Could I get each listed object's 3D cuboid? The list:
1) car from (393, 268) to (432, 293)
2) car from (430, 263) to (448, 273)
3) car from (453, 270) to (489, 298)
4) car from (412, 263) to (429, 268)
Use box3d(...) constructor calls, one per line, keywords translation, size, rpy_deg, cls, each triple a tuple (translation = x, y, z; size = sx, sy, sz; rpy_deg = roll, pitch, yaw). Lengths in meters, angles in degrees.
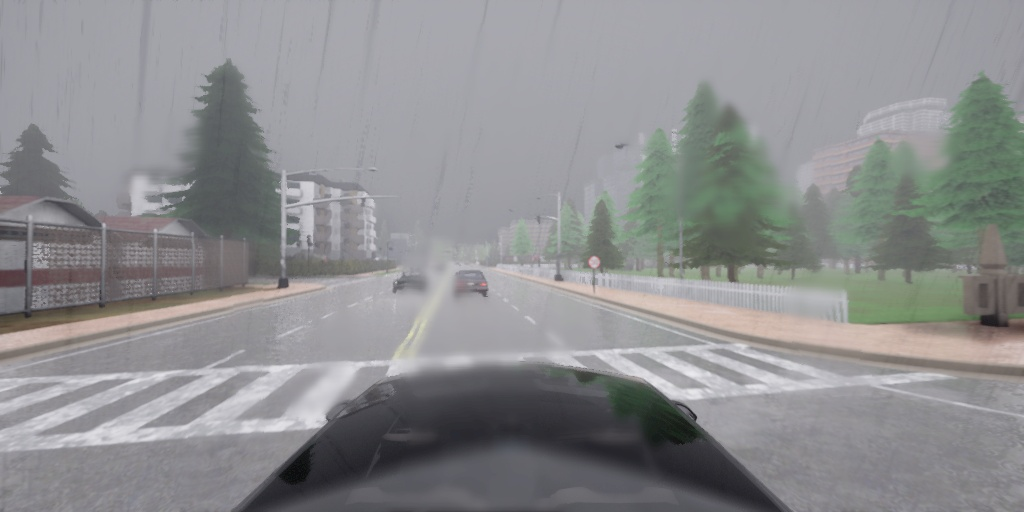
box3d(translation=(-6.413, 1.656, 23.194), size=(1.895, 1.301, 4.718), rpy_deg=(0, -1, -9), cls="car")
box3d(translation=(-12.197, 2.103, 60.421), size=(1.895, 1.301, 4.718), rpy_deg=(0, -1, -8), cls="car")
box3d(translation=(-2.393, 1.537, 20.631), size=(2.033, 1.411, 5.357), rpy_deg=(0, -1, -9), cls="car")
box3d(translation=(-15.823, 2.009, 61.038), size=(2.128, 1.511, 4.902), rpy_deg=(0, -1, -8), cls="car")
